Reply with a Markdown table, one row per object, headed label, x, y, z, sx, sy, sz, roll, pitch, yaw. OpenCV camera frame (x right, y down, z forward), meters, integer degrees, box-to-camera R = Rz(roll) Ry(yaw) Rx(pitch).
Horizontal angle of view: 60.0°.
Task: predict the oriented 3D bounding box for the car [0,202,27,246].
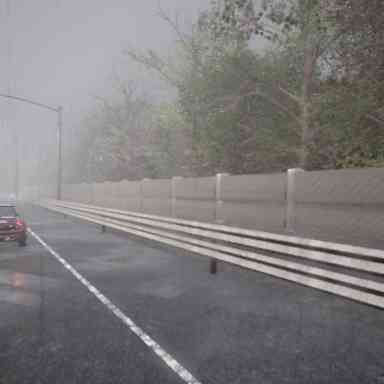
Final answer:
| label | x | y | z | sx | sy | sz | roll | pitch | yaw |
| --- | --- | --- | --- | --- | --- | --- | --- | --- | --- |
| car | -8.399 | 1.246 | 14.188 | 2.097 | 1.767 | 4.553 | 1 | 0 | -32 |
